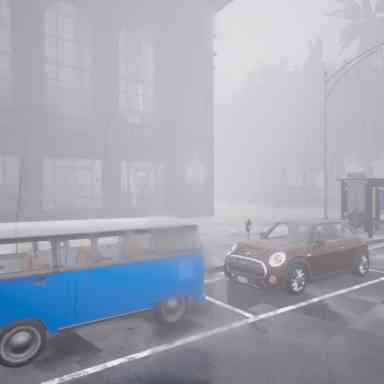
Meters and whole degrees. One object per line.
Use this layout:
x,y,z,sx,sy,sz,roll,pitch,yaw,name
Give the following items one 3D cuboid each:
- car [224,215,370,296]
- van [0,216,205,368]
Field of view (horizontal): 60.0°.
2.751,1.438,8.605,4.097,1.590,1.967,0,0,-35,car
-1.670,1.341,5.459,3.998,1.788,1.690,0,0,-35,van
